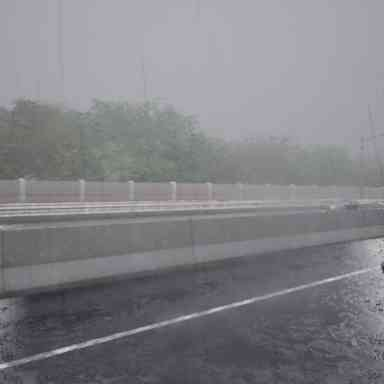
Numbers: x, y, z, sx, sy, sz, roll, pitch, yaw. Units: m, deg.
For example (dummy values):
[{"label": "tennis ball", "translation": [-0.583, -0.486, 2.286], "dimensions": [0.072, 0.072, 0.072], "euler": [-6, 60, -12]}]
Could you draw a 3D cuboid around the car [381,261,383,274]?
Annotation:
[{"label": "car", "translation": [7.033, 1.549, 8.683], "dimensions": [5.357, 1.411, 2.033], "euler": [0, 0, -35]}]

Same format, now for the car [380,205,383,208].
[{"label": "car", "translation": [22.493, 1.582, 36.356], "dimensions": [4.674, 1.442, 1.812], "euler": [0, 0, -33]}]

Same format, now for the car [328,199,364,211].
[{"label": "car", "translation": [17.099, 1.524, 36.974], "dimensions": [4.902, 1.511, 2.128], "euler": [0, 0, -34]}]
